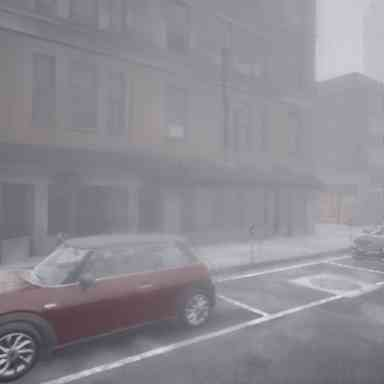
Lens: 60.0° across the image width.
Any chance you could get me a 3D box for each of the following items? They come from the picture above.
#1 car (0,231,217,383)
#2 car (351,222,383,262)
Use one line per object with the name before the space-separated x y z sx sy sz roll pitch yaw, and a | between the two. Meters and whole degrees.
car | -1.629 1.462 5.371 4.097 1.590 1.967 1 0 -36
car | 7.364 1.718 11.788 4.403 1.369 2.008 1 0 -36
